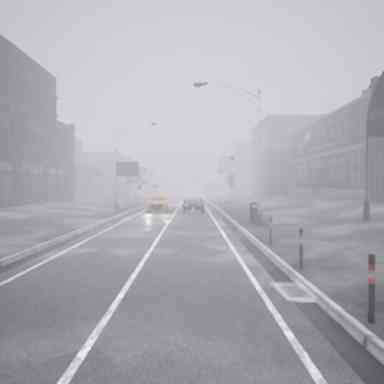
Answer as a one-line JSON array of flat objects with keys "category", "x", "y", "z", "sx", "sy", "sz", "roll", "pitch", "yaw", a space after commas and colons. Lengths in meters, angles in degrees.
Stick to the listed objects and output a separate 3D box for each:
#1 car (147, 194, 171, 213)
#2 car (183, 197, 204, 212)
[{"category": "car", "x": -2.978, "y": 1.002, "z": 30.625, "sx": 1.882, "sy": 1.535, "sz": 5.008, "roll": 0, "pitch": 1, "yaw": 0}, {"category": "car", "x": 0.122, "y": 1.124, "z": 30.612, "sx": 1.895, "sy": 1.301, "sz": 4.718, "roll": 0, "pitch": 1, "yaw": 0}]
